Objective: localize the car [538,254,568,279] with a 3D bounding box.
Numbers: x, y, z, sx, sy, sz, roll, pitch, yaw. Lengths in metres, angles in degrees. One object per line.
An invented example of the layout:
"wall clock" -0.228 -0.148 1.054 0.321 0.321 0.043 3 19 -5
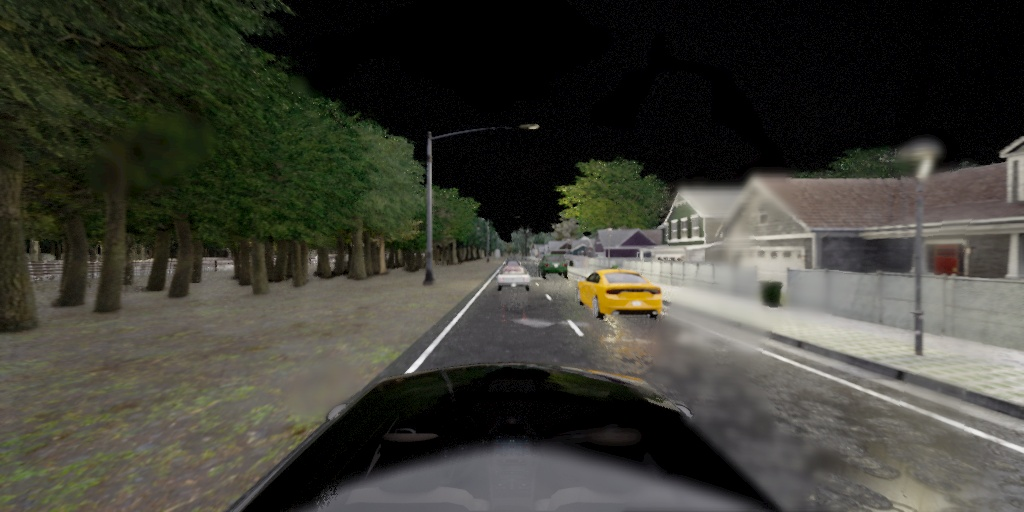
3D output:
"car" 3.589 0.880 31.855 2.150 2.045 5.566 0 0 0

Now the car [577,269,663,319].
"car" 3.594 1.212 12.803 1.882 1.535 5.008 0 0 0

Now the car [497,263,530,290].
"car" 0.091 1.307 21.933 1.895 1.301 4.718 0 0 0

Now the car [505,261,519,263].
"car" 0.085 1.178 39.553 1.994 1.385 4.181 0 0 0
